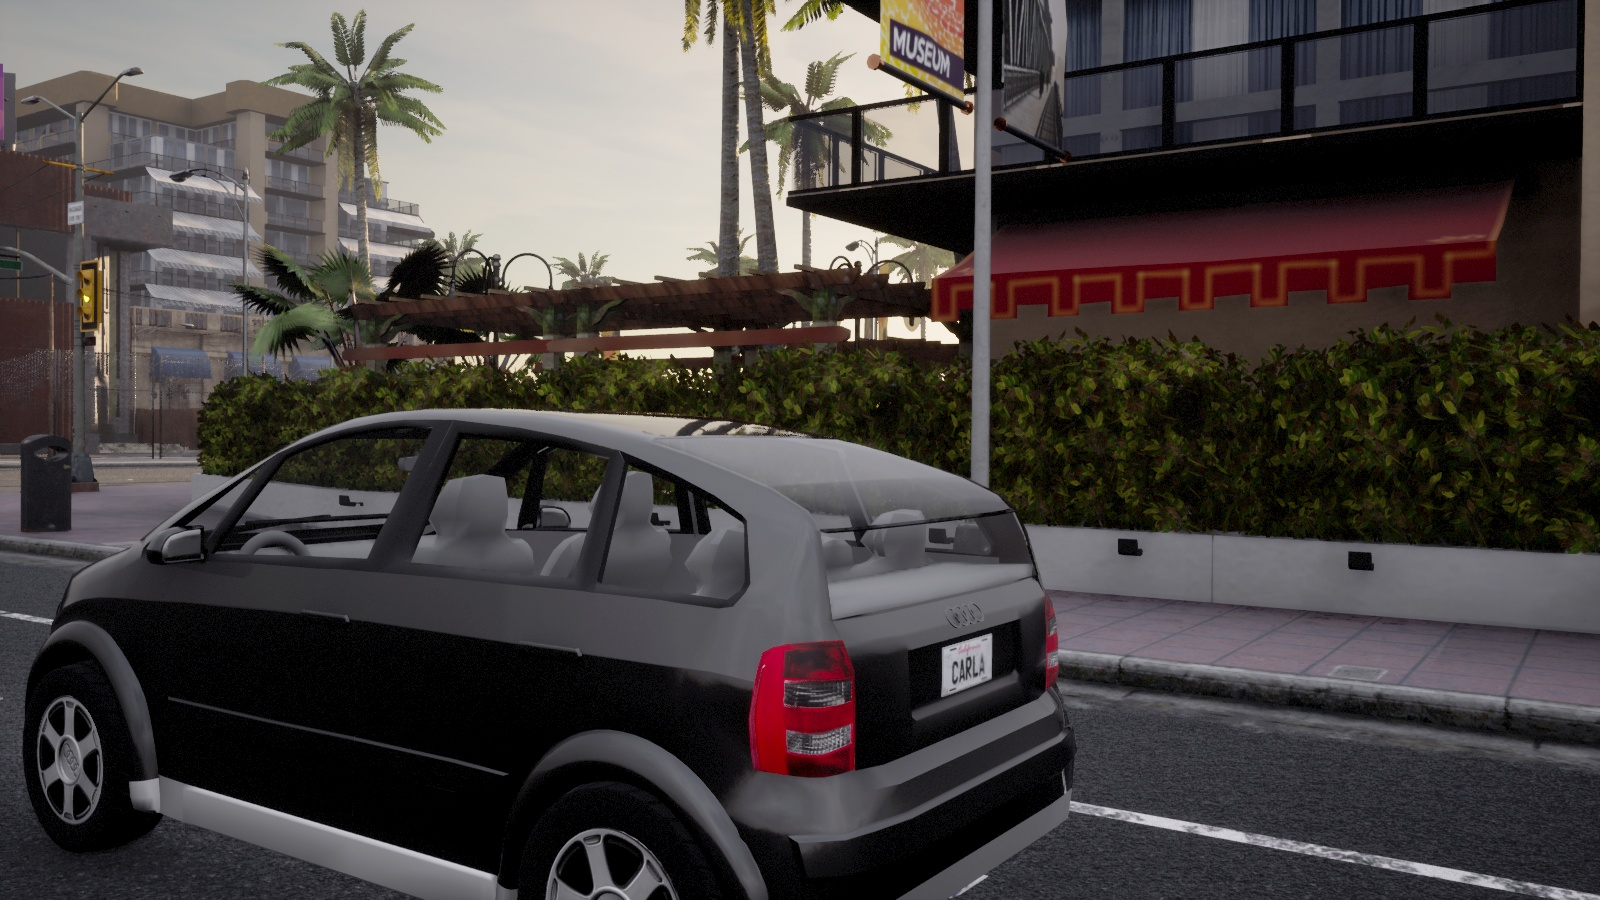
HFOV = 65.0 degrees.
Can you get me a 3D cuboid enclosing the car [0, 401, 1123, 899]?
[{"bbox_3d":[-1.011,0.661,4.288,3.705,1.549,1.789,0,1,34],"label":"car"}]
